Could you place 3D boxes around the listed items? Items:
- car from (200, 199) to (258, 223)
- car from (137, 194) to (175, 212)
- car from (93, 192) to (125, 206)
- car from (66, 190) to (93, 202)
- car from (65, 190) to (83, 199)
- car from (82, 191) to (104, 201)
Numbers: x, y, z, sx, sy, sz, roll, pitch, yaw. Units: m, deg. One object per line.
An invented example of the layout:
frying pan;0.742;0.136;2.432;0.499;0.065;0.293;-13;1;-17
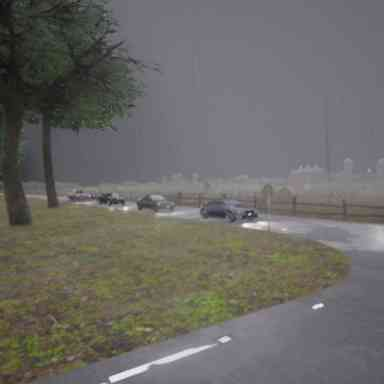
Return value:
car;2.355;1.145;21.983;1.994;1.385;4.181;-2;2;-36
car;-3.376;0.948;29.907;1.812;1.442;4.674;-2;2;-36
car;-9.322;0.751;38.152;1.882;1.535;5.008;-2;2;-36
car;-16.072;0.470;47.597;2.097;1.767;4.553;-2;2;-35
car;-21.194;0.447;59.637;1.994;1.385;4.181;-2;2;-36
car;-15.379;0.607;51.564;1.895;1.301;4.718;-2;2;-36
